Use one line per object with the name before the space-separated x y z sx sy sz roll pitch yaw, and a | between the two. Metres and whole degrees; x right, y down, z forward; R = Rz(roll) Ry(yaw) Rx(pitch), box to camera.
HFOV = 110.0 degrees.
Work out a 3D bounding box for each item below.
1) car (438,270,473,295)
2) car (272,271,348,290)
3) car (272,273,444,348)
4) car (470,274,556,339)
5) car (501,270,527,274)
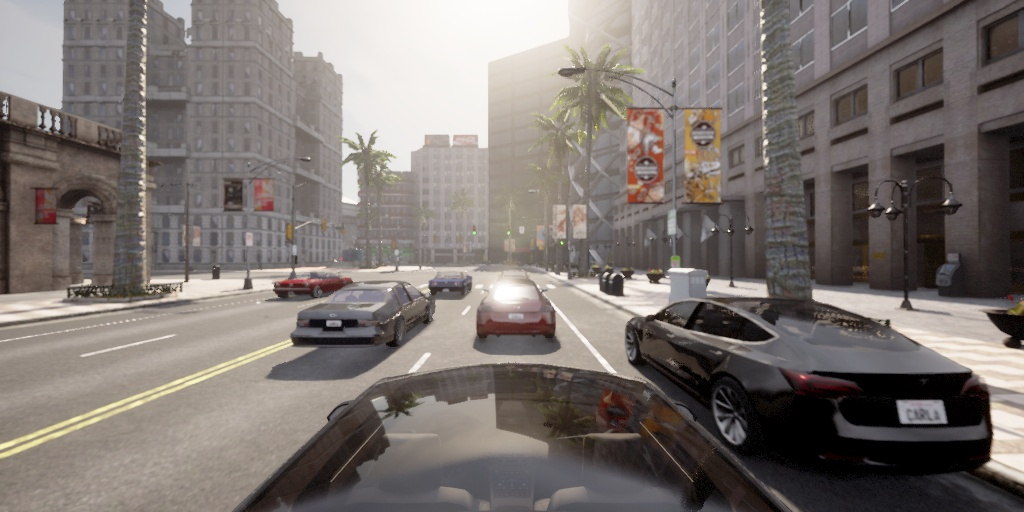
car | -3.388 1.484 20.690 1.895 1.301 4.718 0 0 0
car | -10.491 1.473 19.231 1.895 1.301 4.718 0 0 0
car | -3.397 1.351 9.357 2.033 1.411 5.357 0 0 0
car | 0.103 1.374 10.274 1.994 1.385 4.181 0 0 0
car | 0.111 1.484 20.691 1.895 1.301 4.718 0 0 0
